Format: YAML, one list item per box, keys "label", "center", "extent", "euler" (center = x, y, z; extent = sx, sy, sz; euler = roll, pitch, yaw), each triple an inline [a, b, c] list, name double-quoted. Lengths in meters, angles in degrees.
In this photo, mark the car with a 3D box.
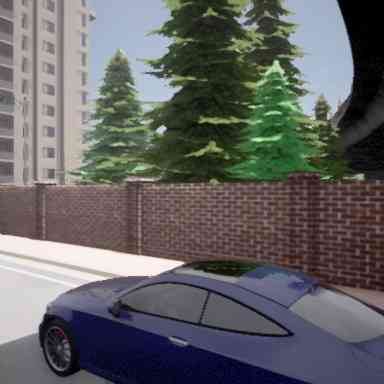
- label: "car"
  center: [0.147, 1.522, 3.879]
  extent: [4.674, 1.442, 1.812]
  euler: [0, 0, 35]
